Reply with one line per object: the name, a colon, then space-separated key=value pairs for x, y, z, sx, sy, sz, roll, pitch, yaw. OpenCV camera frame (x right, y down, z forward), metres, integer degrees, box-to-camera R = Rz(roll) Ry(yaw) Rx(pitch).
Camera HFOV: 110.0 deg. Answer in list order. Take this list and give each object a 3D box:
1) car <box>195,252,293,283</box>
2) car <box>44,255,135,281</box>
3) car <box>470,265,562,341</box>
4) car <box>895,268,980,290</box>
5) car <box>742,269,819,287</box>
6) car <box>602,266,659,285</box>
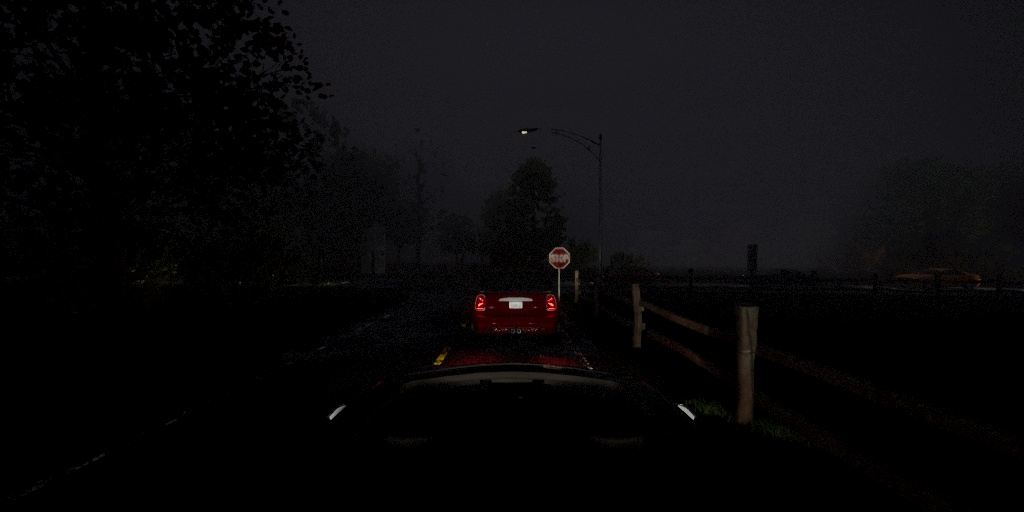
car: x=-17.884 y=0.756 z=24.023 sx=5.566 sy=2.045 sz=2.150 roll=1 pitch=1 yaw=0
car: x=-27.968 y=0.749 z=23.967 sx=4.553 sy=1.767 sz=2.097 roll=1 pitch=1 yaw=0
car: x=0.081 y=1.100 z=10.015 sx=2.097 sy=1.767 sz=4.553 roll=0 pitch=0 yaw=0
car: x=32.060 y=1.674 z=27.119 sx=5.008 sy=1.535 sz=1.882 roll=1 pitch=1 yaw=0
car: x=20.115 y=1.625 z=27.115 sx=4.718 sy=1.301 sz=1.895 roll=1 pitch=1 yaw=0
car: x=8.889 y=1.427 z=27.107 sx=4.181 sy=1.385 sz=1.994 roll=1 pitch=1 yaw=-1
